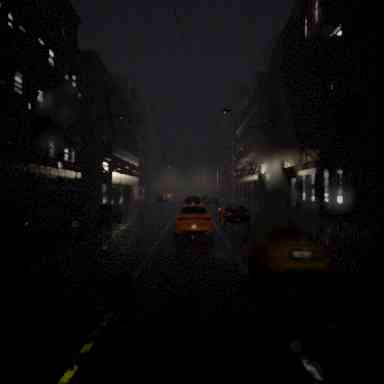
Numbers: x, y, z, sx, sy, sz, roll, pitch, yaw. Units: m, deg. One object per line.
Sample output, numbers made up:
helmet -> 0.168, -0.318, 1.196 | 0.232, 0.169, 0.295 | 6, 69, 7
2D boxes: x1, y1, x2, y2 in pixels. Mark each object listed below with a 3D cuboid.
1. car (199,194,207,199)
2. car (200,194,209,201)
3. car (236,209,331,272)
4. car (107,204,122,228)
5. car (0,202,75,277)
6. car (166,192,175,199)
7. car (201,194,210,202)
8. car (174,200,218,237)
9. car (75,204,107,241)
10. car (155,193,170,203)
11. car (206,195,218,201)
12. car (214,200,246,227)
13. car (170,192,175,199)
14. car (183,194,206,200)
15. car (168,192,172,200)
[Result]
car -> 2.661, 1.163, 83.521 | 1.802, 1.307, 4.206 | 0, 0, 0
car -> 2.665, 1.204, 72.249 | 1.947, 1.339, 4.313 | 0, 0, 0
car -> 2.687, 1.474, 10.421 | 1.752, 1.417, 4.829 | 0, 0, 0
car -> -5.697, 1.438, 21.525 | 1.887, 1.381, 4.507 | 0, 0, 0
car -> -5.692, 1.264, 10.251 | 2.192, 1.841, 5.009 | 0, 0, 0
car -> -5.721, 0.867, 89.158 | 2.192, 1.841, 5.009 | 0, 0, 0
car -> 2.668, 1.191, 66.782 | 1.752, 1.417, 4.829 | 0, 0, 0
car -> 0.092, 1.392, 17.374 | 1.882, 1.535, 5.008 | 0, 0, 0
car -> -5.695, 1.361, 15.887 | 1.967, 1.590, 4.097 | 0, 0, 0
car -> -5.712, 1.246, 60.977 | 2.008, 1.369, 4.403 | 0, 0, 0
car -> 2.675, 1.332, 44.068 | 2.008, 1.369, 4.403 | 0, 0, 0
car -> 2.683, 1.438, 21.524 | 1.887, 1.381, 4.507 | 0, 0, 0
car -> -5.718, 1.154, 77.886 | 1.887, 1.381, 4.507 | 0, 0, 0
car -> 0.086, 1.179, 34.886 | 2.097, 1.767, 4.553 | 0, 0, 0
car -> -5.714, 1.218, 66.614 | 2.008, 1.369, 4.403 | 0, 0, 0
